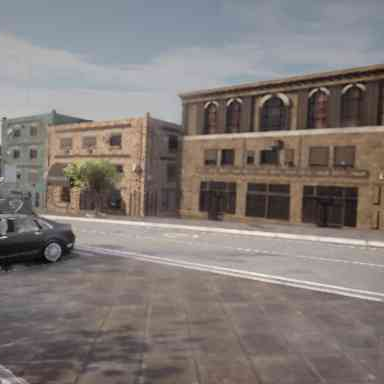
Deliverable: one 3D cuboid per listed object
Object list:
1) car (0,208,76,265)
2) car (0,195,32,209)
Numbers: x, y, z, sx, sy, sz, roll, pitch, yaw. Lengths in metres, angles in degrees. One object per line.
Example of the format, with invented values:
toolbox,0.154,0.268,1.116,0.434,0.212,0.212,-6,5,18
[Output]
car,-5.740,1.411,9.492,2.231,1.521,4.892,0,0,35
car,-8.041,1.147,11.088,2.435,2.045,5.566,0,0,35
